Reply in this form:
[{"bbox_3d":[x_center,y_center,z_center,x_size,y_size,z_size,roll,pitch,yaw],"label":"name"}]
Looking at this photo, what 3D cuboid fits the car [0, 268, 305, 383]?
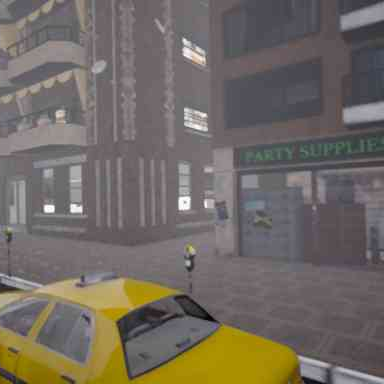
[{"bbox_3d":[-1.254,1.554,3.787,4.829,1.417,1.752,-1,-1,36],"label":"car"}]
